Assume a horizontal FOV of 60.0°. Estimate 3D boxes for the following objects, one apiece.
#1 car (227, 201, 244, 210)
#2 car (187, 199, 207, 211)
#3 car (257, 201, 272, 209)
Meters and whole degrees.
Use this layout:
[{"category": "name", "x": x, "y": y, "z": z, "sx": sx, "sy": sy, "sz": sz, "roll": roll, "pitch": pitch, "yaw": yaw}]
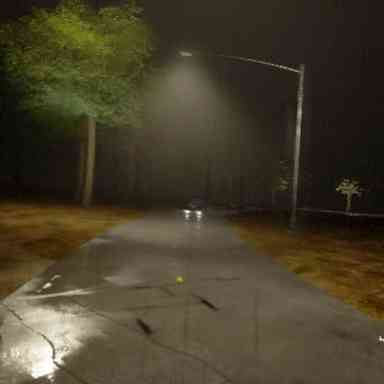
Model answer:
[{"category": "car", "x": 6.809, "y": 2.090, "z": 51.539, "sx": 1.994, "sy": 1.385, "sz": 4.181, "roll": 4, "pitch": 0, "yaw": 20}, {"category": "car", "x": 0.694, "y": 1.616, "z": 42.603, "sx": 1.812, "sy": 1.442, "sz": 4.674, "roll": 4, "pitch": 0, "yaw": 14}, {"category": "car", "x": 15.069, "y": 2.689, "z": 68.908, "sx": 1.837, "sy": 1.490, "sz": 4.892, "roll": 4, "pitch": 0, "yaw": 33}]
